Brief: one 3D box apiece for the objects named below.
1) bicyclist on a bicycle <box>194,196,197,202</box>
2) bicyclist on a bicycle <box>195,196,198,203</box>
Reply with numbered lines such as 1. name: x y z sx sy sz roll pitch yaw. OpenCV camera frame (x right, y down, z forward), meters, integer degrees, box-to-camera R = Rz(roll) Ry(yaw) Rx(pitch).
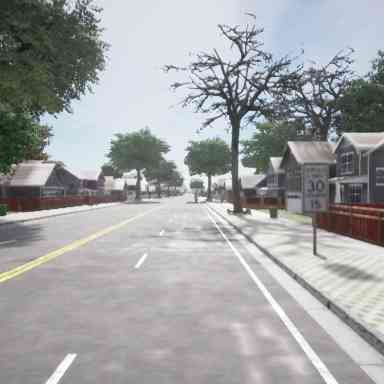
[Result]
1. bicyclist on a bicycle: 0.880 1.678 79.621 0.582 1.620 1.656 -1 -1 0
2. bicyclist on a bicycle: 0.923 1.646 70.606 0.866 1.612 1.509 2 1 0
